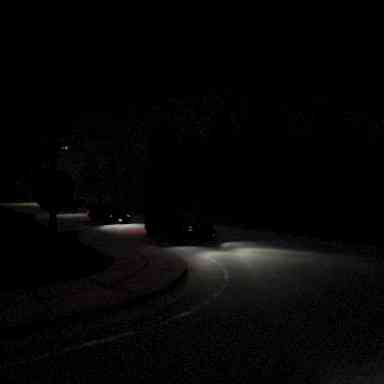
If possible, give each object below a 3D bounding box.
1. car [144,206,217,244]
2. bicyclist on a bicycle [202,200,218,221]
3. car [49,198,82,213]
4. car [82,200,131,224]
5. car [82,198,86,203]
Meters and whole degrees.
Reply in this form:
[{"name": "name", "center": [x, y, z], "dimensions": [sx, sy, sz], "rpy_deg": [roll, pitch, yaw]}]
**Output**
[{"name": "car", "center": [-0.712, 1.507, 16.475], "dimensions": [1.882, 1.535, 5.008], "rpy_deg": [0, 0, -31]}, {"name": "bicyclist on a bicycle", "center": [1.508, 1.470, 26.657], "dimensions": [1.656, 1.620, 0.582], "rpy_deg": [22, -28, -26]}, {"name": "car", "center": [-14.520, 1.256, 37.318], "dimensions": [2.150, 2.045, 5.566], "rpy_deg": [0, 1, -35]}, {"name": "car", "center": [-6.457, 1.581, 25.453], "dimensions": [2.033, 1.411, 5.357], "rpy_deg": [1, 0, -33]}, {"name": "car", "center": [-15.297, 1.562, 44.918], "dimensions": [2.128, 1.511, 4.902], "rpy_deg": [1, 0, -34]}]
